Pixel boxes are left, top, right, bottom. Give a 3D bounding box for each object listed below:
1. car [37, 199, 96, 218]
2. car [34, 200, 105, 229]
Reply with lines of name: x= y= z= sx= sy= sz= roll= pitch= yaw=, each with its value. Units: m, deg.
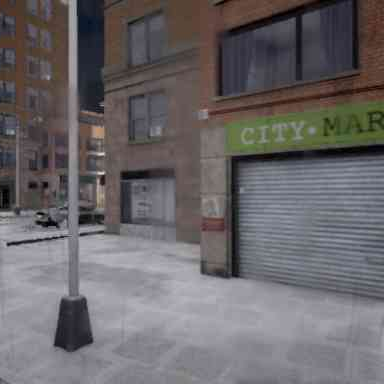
car: x=-10.701 y=1.339 z=28.741 sx=2.008 sy=1.369 sz=4.403 roll=0 pitch=1 yaw=36
car: x=-6.913 y=1.352 z=19.387 sx=1.947 sy=1.339 sz=4.313 roll=0 pitch=1 yaw=36
